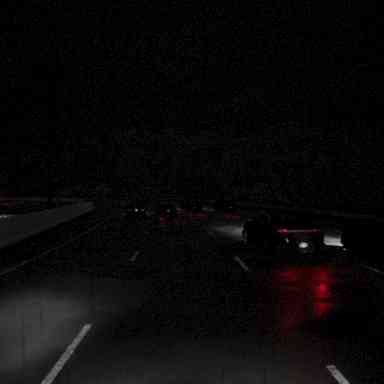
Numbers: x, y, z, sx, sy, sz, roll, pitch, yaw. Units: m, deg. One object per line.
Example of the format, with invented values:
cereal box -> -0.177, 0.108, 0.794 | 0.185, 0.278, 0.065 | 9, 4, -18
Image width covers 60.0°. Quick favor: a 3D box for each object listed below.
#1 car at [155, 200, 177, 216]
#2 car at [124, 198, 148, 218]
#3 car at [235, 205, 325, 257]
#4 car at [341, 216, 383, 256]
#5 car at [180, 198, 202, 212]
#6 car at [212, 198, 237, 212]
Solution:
car -> -2.680, 1.573, 33.708 | 1.812, 1.442, 4.674 | 0, 0, -11
car -> -5.370, 1.630, 31.364 | 2.033, 1.411, 5.357 | -1, 0, -12
car -> 3.316, 1.451, 12.854 | 2.128, 1.511, 4.902 | -1, 0, -4
car -> 6.871, 1.475, 11.284 | 1.994, 1.385, 4.181 | -1, 0, -4
car -> -0.176, 1.506, 39.345 | 2.128, 1.511, 4.902 | -1, 0, -12
car -> 3.654, 1.454, 38.011 | 2.128, 1.511, 4.902 | -1, 0, -12
